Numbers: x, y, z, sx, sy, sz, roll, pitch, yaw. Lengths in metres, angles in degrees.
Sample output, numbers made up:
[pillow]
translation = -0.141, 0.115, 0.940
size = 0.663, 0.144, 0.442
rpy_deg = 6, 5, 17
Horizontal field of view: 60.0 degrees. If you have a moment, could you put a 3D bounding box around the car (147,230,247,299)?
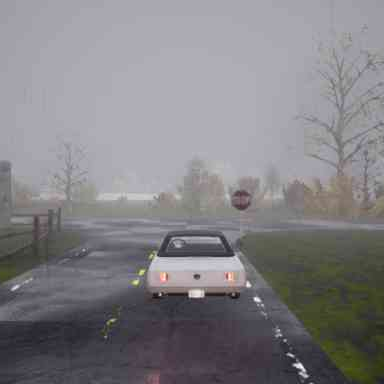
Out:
[car]
translation = 0.070, 1.598, 8.390
size = 1.895, 1.301, 4.718
rpy_deg = 0, 0, -1
